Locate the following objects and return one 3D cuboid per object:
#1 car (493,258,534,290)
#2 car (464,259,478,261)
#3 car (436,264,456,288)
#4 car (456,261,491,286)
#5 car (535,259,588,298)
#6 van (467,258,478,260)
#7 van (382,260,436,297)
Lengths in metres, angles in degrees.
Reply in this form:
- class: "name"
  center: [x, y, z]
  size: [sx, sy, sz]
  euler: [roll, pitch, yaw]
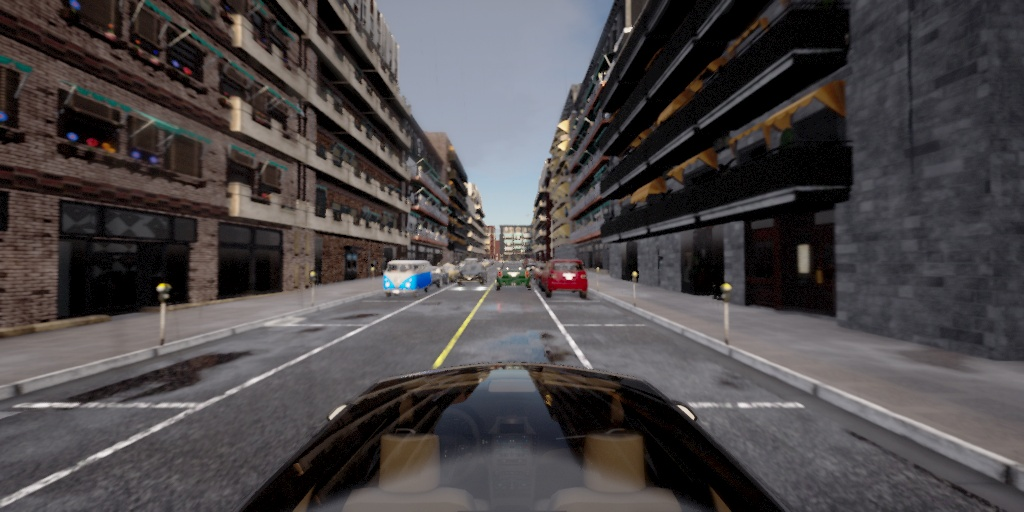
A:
- class: "car"
  center: [0.100, 1.128, 22.836]
  size: [2.097, 1.767, 4.553]
  euler: [0, 0, 0]
- class: "car"
  center: [-5.313, 1.387, 40.780]
  size: [2.007, 1.370, 4.403]
  euler: [0, 0, 0]
- class: "car"
  center: [-5.314, 1.331, 24.090]
  size: [2.007, 1.370, 4.403]
  euler: [0, 0, 0]
- class: "car"
  center: [-2.806, 1.293, 26.113]
  size: [1.837, 1.490, 4.892]
  euler: [0, -1, 0]
- class: "car"
  center: [2.567, 1.080, 18.560]
  size: [2.192, 1.841, 5.009]
  euler: [0, 0, 0]
- class: "van"
  center: [-5.313, 1.197, 46.344]
  size: [1.690, 1.789, 3.998]
  euler: [0, 0, 0]
- class: "van"
  center: [-5.314, 1.106, 18.526]
  size: [1.690, 1.789, 3.998]
  euler: [0, 0, 0]
